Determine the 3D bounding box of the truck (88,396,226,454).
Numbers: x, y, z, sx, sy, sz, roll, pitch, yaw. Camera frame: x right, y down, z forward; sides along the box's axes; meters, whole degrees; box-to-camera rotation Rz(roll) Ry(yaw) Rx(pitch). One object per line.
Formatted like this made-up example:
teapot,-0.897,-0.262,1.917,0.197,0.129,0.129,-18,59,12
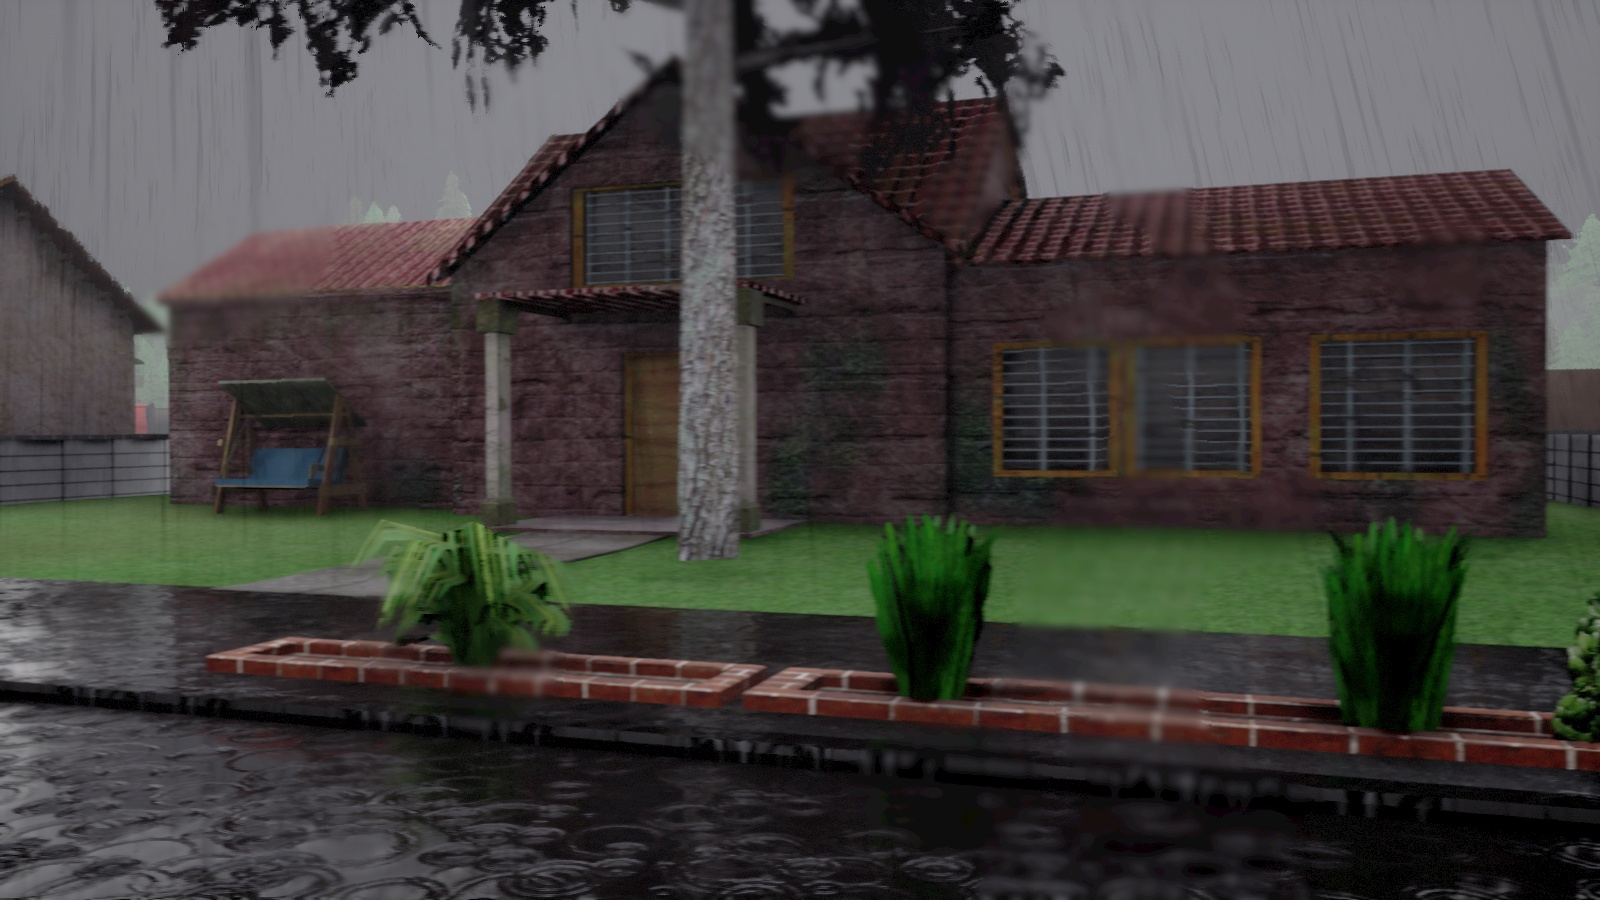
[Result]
truck,-39.840,-1.551,77.784,7.936,3.462,2.891,1,1,19
